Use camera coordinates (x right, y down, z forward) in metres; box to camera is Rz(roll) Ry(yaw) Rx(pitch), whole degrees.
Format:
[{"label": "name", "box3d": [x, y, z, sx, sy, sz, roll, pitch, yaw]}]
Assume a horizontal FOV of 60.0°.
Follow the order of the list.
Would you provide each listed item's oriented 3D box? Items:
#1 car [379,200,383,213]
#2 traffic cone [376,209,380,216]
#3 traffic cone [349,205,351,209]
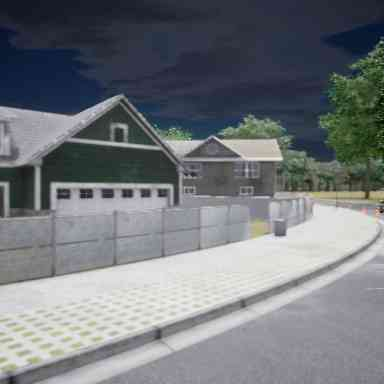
[{"label": "car", "box3d": [17.320, 1.213, 28.279, 1.812, 1.442, 4.674, 0, 1, 15]}, {"label": "traffic cone", "box3d": [15.022, 1.669, 26.837, 0.340, 0.580, 0.340, 0, 1, 18]}, {"label": "traffic cone", "box3d": [17.155, 1.560, 36.114, 0.340, 0.580, 0.340, 0, 1, 8]}]
